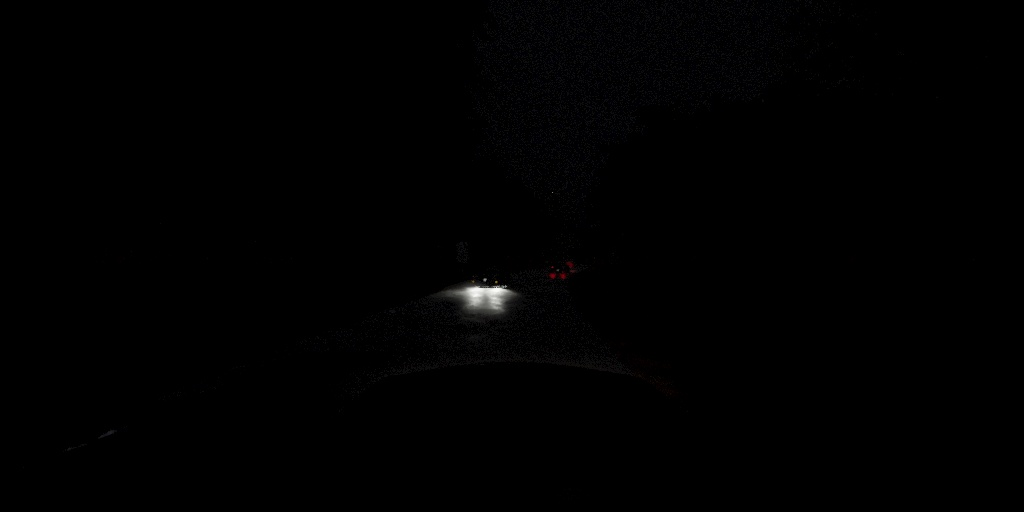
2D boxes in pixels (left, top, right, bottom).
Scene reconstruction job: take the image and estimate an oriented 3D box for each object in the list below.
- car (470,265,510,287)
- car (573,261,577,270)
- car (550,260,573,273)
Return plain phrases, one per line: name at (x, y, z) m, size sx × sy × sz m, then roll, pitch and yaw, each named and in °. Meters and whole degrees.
car at (-1.366, 1.257, 23.799) m, size 1.994 × 1.385 × 4.181 m, roll 0°, pitch 0°, yaw 9°
car at (8.566, 1.302, 53.611) m, size 1.812 × 1.442 × 4.674 m, roll 0°, pitch 0°, yaw 15°
car at (5.782, 1.329, 42.748) m, size 1.895 × 1.301 × 4.718 m, roll 0°, pitch 0°, yaw 15°
